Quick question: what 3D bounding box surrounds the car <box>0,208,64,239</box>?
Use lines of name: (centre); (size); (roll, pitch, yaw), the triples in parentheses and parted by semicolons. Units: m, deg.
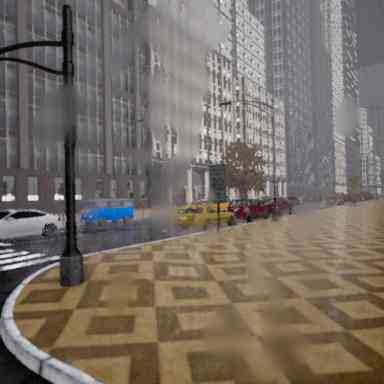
car: (-8.262, 1.510, 15.336); (1.812, 1.442, 4.674); (-2, -1, 35)

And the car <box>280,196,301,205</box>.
car: (16.478, 1.385, 55.493); (2.008, 1.369, 4.403); (-2, -1, 35)

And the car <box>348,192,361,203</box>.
car: (26.292, 1.025, 55.528); (1.967, 1.590, 4.097); (-2, -1, 35)

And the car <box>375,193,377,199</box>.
car: (39.148, 1.058, 73.797); (1.947, 1.339, 4.313); (-2, -1, 35)

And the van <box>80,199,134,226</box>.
van: (-5.875, 1.358, 23.342); (1.690, 1.788, 3.998); (-2, -1, 35)

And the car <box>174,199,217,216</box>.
car: (0.417, 1.488, 32.387); (1.752, 1.417, 4.829); (-2, -1, 35)

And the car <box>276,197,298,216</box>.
car: (7.156, 1.317, 28.024); (1.802, 1.307, 4.206); (-2, -1, 35)

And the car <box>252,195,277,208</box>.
car: (10.090, 1.323, 46.308); (1.967, 1.590, 4.097); (-2, -1, 35)

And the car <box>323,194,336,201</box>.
car: (32.442, 1.267, 78.460); (1.887, 1.381, 4.507); (-2, -1, 35)

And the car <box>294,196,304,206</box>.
car: (13.856, 1.321, 46.994); (1.812, 1.442, 4.674); (-2, -1, 35)

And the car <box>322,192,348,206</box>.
car: (20.010, 1.157, 46.500); (1.752, 1.417, 4.829); (-2, -1, 35)

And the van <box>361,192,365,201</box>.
van: (29.505, 0.902, 60.095); (1.690, 1.788, 3.998); (-2, -1, 35)

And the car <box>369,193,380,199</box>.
car: (45.522, 1.002, 82.968); (2.008, 1.369, 4.403); (-2, -1, 35)

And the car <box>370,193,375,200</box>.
car: (35.918, 0.830, 69.240); (2.192, 1.841, 5.009); (-2, -1, 35)

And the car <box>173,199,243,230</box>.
car: (0.877, 1.316, 18.993); (1.752, 1.417, 4.829); (-2, -1, 35)

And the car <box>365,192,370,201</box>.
car: (32.711, 0.978, 64.669); (1.967, 1.590, 4.097); (-2, -1, 35)

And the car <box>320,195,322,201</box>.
car: (26.056, 1.310, 69.274); (1.887, 1.381, 4.507); (-2, -1, 35)

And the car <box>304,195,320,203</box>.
car: (22.861, 1.228, 64.681); (1.967, 1.590, 4.097); (-2, -1, 35)

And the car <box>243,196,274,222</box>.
car: (3.965, 1.203, 23.440); (1.967, 1.590, 4.097); (-2, -1, 35)

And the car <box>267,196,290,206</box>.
car: (13.285, 1.403, 50.900); (1.887, 1.381, 4.507); (-2, -1, 35)
